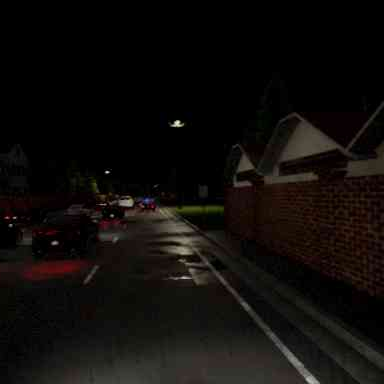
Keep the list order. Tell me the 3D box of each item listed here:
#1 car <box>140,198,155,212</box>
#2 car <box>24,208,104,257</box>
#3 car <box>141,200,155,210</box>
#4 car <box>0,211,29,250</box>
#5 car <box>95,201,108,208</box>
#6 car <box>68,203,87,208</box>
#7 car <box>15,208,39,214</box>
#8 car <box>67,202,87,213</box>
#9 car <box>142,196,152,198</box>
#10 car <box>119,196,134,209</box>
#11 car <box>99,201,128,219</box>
[{"bbox_3d":[-5.886,1.876,44.349,2.033,1.411,5.357,-2,0,-8],"label":"car"},{"bbox_3d":[-5.233,1.692,14.338,1.882,1.535,5.008,-2,0,-8],"label":"car"},{"bbox_3d":[-6.657,1.972,50.026,1.895,1.301,4.718,-2,0,-8],"label":"car"},{"bbox_3d":[-8.662,1.802,13.596,1.882,1.535,5.008,-2,0,-8],"label":"car"},{"bbox_3d":[-13.859,2.103,51.770,2.128,1.511,4.902,-2,0,-8],"label":"car"},{"bbox_3d":[-11.303,1.996,33.010,1.812,1.442,4.674,-2,0,-8],"label":"car"},{"bbox_3d":[-14.243,2.100,28.670,2.033,1.411,5.357,-2,0,-8],"label":"car"},{"bbox_3d":[-17.102,2.274,49.693,1.994,1.385,4.181,-2,0,-8],"label":"car"},{"bbox_3d":[-7.923,1.663,59.242,2.150,2.045,5.566,-2,0,-8],"label":"car"},{"bbox_3d":[-10.594,1.732,53.662,2.150,2.045,5.566,-2,0,-8],"label":"car"},{"bbox_3d":[-7.857,1.961,33.648,1.895,1.301,4.718,-2,0,-8],"label":"car"}]
